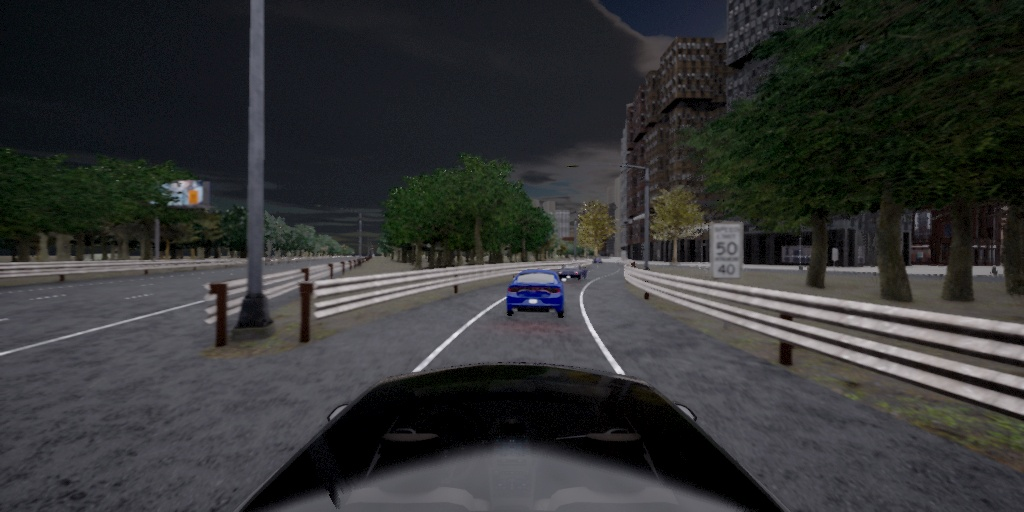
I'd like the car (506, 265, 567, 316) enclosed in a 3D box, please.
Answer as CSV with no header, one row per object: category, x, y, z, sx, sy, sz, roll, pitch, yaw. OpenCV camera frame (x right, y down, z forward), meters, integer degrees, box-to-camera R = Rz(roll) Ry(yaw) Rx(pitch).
car,0.997,1.244,13.433,1.882,1.535,5.008,0,0,8

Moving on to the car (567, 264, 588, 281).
car,5.239,1.354,30.343,1.895,1.301,4.718,0,0,20
